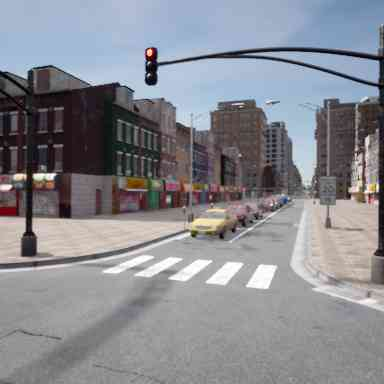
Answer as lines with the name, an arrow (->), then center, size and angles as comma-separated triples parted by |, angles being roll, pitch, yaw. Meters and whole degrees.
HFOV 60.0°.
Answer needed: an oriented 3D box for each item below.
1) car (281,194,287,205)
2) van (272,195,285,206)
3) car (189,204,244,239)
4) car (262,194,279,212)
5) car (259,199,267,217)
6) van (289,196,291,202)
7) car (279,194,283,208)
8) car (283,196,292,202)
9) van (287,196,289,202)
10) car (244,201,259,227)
car -> 12.327, 1.296, 49.250 | 2.192, 1.841, 5.009 | 1, 0, 19
van -> 14.165, 1.329, 54.546 | 1.690, 1.788, 3.998 | 1, 0, 19
car -> 1.239, 1.487, 17.318 | 1.752, 1.417, 4.829 | 1, 0, 19
car -> 8.649, 1.409, 38.660 | 1.967, 1.590, 4.097 | 1, 0, 19
car -> 4.971, 1.544, 28.069 | 1.802, 1.307, 4.206 | 1, 0, 19
van -> 17.841, 1.346, 65.137 | 1.690, 1.788, 3.998 | 1, 0, 19
car -> 10.487, 1.414, 43.955 | 1.967, 1.590, 4.097 | 1, 0, 19
car -> 23.353, 1.604, 81.024 | 1.947, 1.339, 4.313 | 1, 0, 19
van -> 16.003, 1.337, 59.841 | 1.690, 1.788, 3.998 | 1, 0, 19
car -> 3.133, 1.506, 22.774 | 1.887, 1.381, 4.507 | 1, 0, 19
